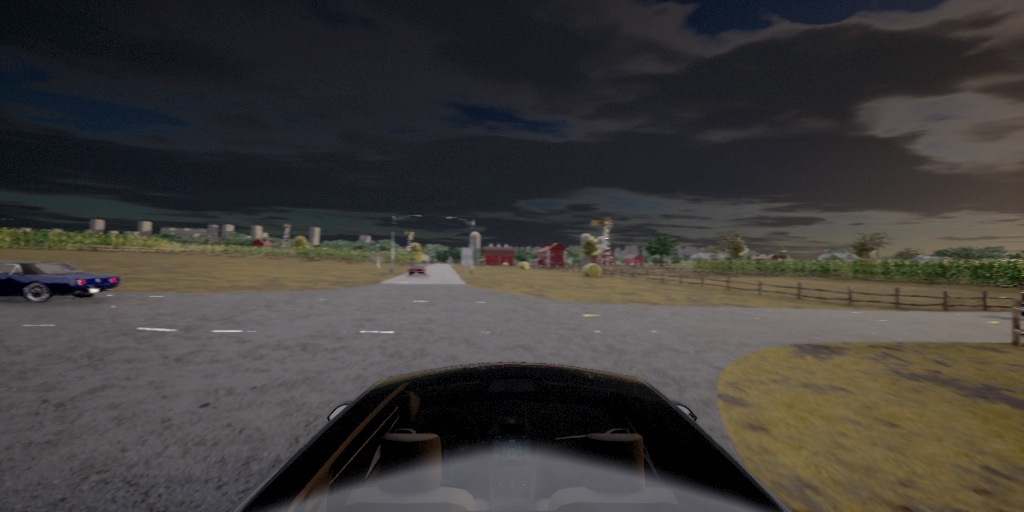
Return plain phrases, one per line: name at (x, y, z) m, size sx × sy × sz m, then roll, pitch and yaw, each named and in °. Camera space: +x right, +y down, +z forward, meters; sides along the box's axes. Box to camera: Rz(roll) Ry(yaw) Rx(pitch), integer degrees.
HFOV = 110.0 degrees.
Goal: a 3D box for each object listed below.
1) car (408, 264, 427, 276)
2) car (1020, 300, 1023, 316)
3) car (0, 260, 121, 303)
car at (-10.664, 1.574, 40.698) m, size 1.895 × 1.301 × 4.718 m, roll 2°, pitch -1°, yaw -11°
car at (33.926, 2.937, 21.972) m, size 4.553 × 1.767 × 2.097 m, roll 2°, pitch -2°, yaw -11°
car at (-16.575, 0.801, 11.899) m, size 4.718 × 1.301 × 1.895 m, roll 3°, pitch -2°, yaw -14°
